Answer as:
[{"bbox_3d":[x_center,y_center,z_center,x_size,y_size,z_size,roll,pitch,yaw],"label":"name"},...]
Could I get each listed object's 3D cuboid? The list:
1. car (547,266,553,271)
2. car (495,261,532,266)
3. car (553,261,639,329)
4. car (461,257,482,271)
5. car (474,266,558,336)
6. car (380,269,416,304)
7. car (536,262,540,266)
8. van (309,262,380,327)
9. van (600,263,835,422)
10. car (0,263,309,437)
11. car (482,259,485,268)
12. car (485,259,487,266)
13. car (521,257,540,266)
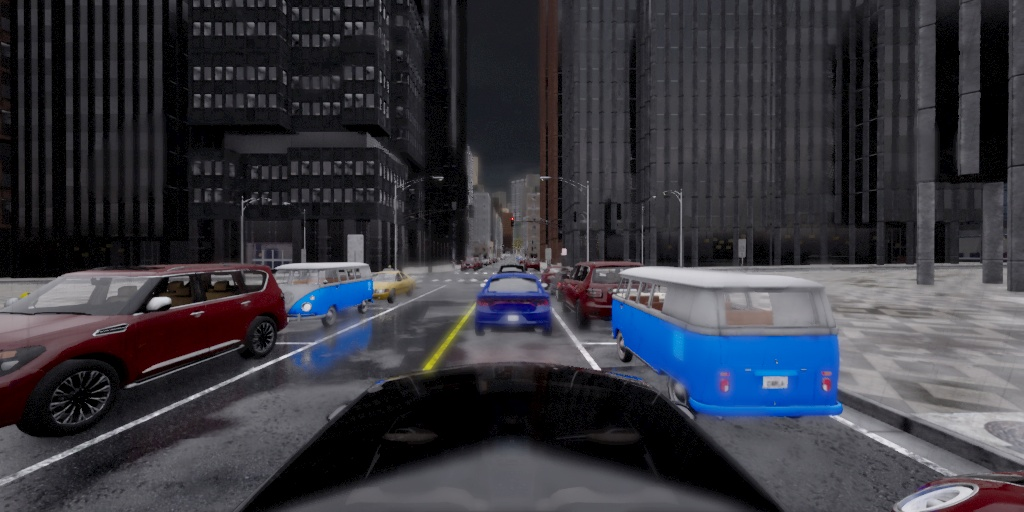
[{"bbox_3d":[2.764,1.301,16.663,2.007,1.370,4.403,0,0,0],"label":"car"},{"bbox_3d":[0.001,1.257,20.797,1.837,1.490,4.892,0,0,0],"label":"car"},{"bbox_3d":[2.766,1.065,11.138,2.192,1.841,5.009,0,0,0],"label":"car"},{"bbox_3d":[-5.762,1.085,49.239,2.192,1.841,5.009,0,0,0],"label":"car"},{"bbox_3d":[0.058,1.228,10.426,1.882,1.535,5.008,0,0,1],"label":"car"},{"bbox_3d":[-5.763,1.276,16.505,1.751,1.417,4.829,0,0,0],"label":"car"},{"bbox_3d":[2.763,1.297,22.189,1.888,1.381,4.507,0,0,0],"label":"car"},{"bbox_3d":[-5.764,1.091,11.151,1.690,1.789,3.998,0,0,0],"label":"van"},{"bbox_3d":[2.767,1.091,5.612,1.690,1.789,3.998,0,0,0],"label":"van"},{"bbox_3d":[-5.765,1.064,5.626,2.192,1.841,5.009,0,0,0],"label":"car"},{"bbox_3d":[-5.762,1.091,54.882,2.192,1.841,5.009,0,0,0],"label":"car"},{"bbox_3d":[-5.762,1.349,60.525,1.948,1.339,4.313,0,0,0],"label":"car"},{"bbox_3d":[2.763,1.085,49.229,2.192,1.841,5.009,0,0,0],"label":"car"}]
